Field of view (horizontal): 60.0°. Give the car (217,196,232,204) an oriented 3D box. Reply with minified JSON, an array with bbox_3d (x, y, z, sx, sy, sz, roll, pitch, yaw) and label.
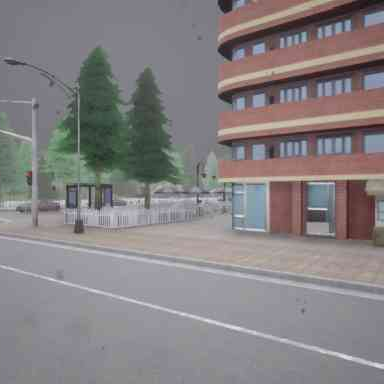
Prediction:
[{"bbox_3d":[6.439,1.470,62.842,4.674,1.442,1.812,0,0,-28],"label":"car"}]

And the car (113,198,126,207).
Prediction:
[{"bbox_3d":[-11.291,1.508,46.767,1.994,1.385,4.181,0,0,37],"label":"car"}]

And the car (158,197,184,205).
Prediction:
[{"bbox_3d":[-3.114,1.470,51.341,1.812,1.442,4.674,0,0,45],"label":"car"}]

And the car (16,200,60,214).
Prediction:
[{"bbox_3d":[-15.888,1.508,34.473,1.994,1.385,4.181,0,0,35],"label":"car"}]
